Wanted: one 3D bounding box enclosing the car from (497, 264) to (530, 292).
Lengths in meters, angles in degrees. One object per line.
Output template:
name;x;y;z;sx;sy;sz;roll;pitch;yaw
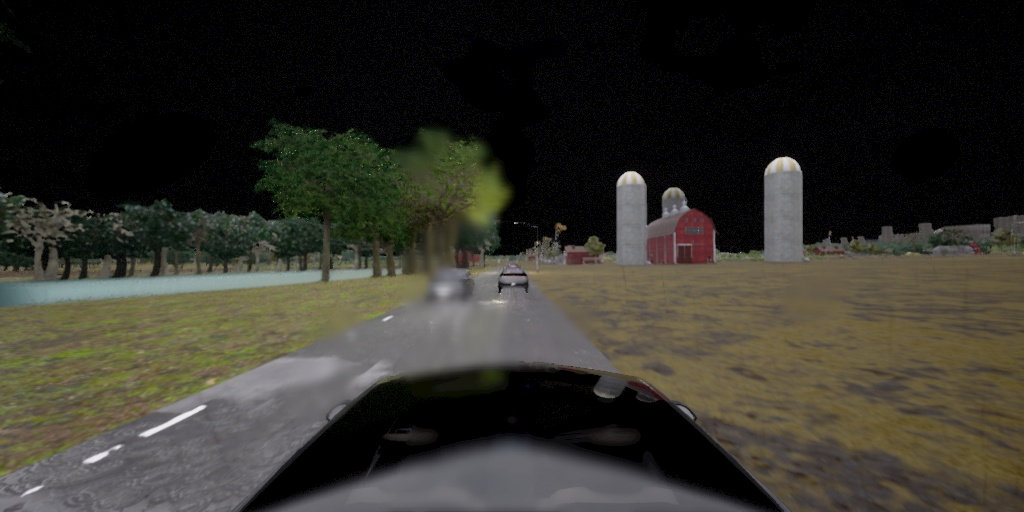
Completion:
car;0.086;1.425;22.807;2.128;1.511;4.902;0;-1;0

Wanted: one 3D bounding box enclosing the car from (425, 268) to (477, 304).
car;-2.823;1.368;17.321;2.128;1.511;4.902;0;-1;0
